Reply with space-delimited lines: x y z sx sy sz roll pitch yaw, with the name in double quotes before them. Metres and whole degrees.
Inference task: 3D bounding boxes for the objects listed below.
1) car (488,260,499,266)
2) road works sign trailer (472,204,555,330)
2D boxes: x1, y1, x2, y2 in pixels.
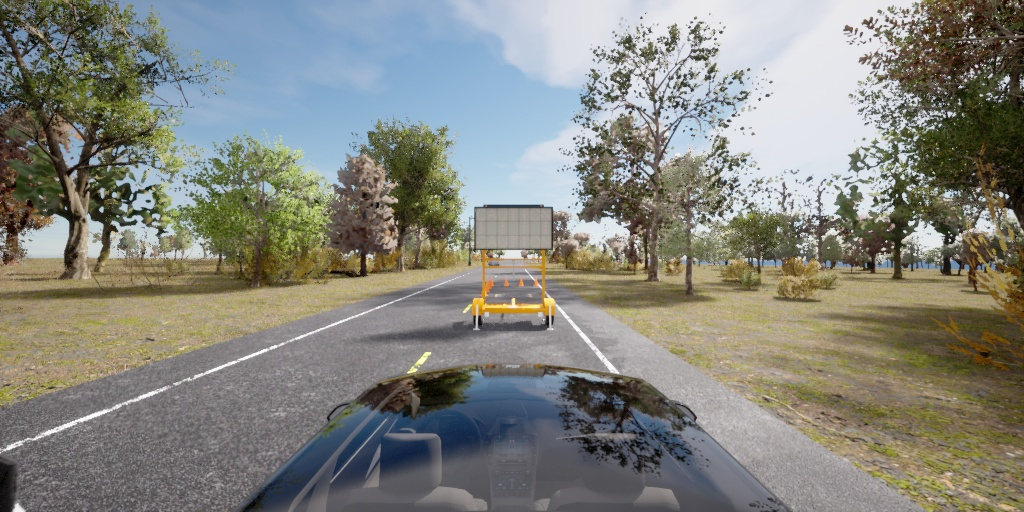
"car" -3.199 1.352 62.841 2.128 1.511 4.902 0 0 0
"road works sign trailer" 0.051 0.220 11.091 2.380 3.560 2.880 0 0 0
